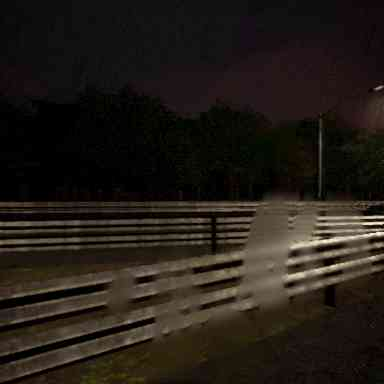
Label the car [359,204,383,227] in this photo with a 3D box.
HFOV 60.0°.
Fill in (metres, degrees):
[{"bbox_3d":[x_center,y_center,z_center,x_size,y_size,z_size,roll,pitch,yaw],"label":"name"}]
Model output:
[{"bbox_3d":[12.405,1.508,20.083,4.892,1.490,1.837,1,0,-17],"label":"car"}]
